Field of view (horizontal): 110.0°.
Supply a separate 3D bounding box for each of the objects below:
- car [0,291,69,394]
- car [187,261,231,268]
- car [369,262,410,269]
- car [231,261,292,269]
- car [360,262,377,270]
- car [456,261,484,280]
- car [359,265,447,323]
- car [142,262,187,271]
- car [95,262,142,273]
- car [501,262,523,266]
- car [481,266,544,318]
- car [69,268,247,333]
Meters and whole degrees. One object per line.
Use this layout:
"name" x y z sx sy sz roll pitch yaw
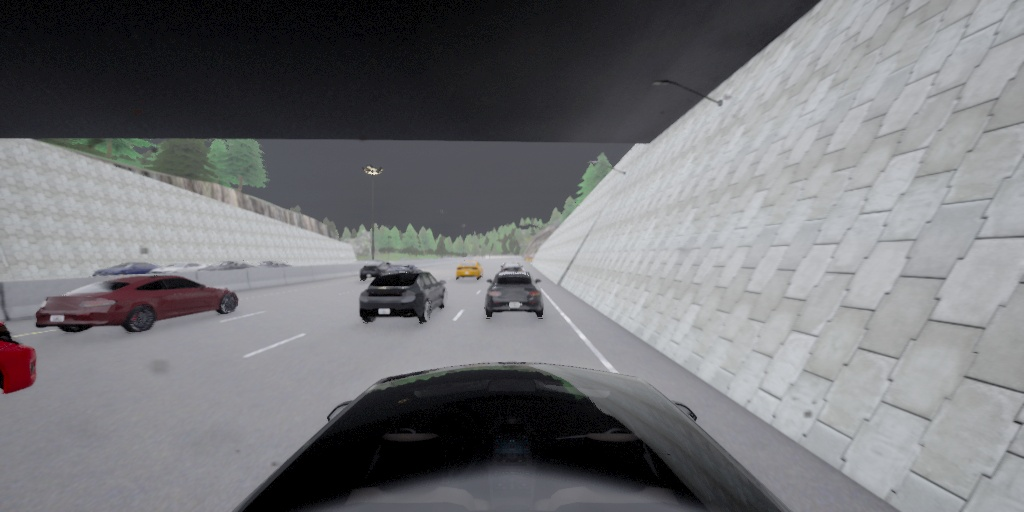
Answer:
"car" -6.898 0.977 1.906 2.150 2.045 5.566 0 0 0
"car" -24.614 1.181 31.044 2.128 1.511 4.902 0 0 0
"car" -6.967 1.243 23.087 2.033 1.411 5.357 0 0 0
"car" -21.114 1.178 31.053 2.128 1.511 4.902 0 0 0
"car" -10.485 1.188 28.658 1.837 1.490 4.892 0 0 0
"car" -3.491 1.150 30.194 1.882 1.535 5.008 0 0 0
"car" -3.429 1.229 12.015 1.837 1.490 4.892 0 0 0
"car" -28.116 1.218 30.634 1.812 1.442 4.674 0 0 0
"car" -31.620 1.223 29.813 1.812 1.442 4.674 0 0 0
"car" -0.002 1.197 29.682 1.812 1.442 4.674 0 0 0
"car" 0.068 1.245 12.667 1.812 1.442 4.674 0 0 0
"car" -10.439 1.260 10.521 1.812 1.442 4.674 0 0 0
